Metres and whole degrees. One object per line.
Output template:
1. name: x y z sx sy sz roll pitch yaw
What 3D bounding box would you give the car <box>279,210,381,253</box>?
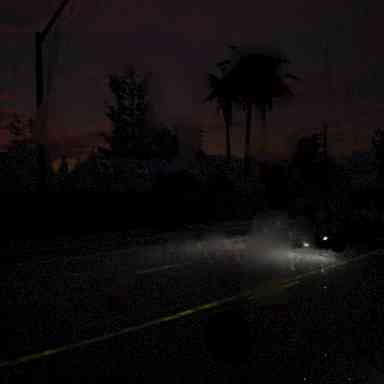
1. car: 6.246 1.580 14.212 5.357 1.411 2.033 0 0 -42

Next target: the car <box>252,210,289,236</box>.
1. car: 5.385 1.661 18.132 4.718 1.301 1.895 0 0 -42
